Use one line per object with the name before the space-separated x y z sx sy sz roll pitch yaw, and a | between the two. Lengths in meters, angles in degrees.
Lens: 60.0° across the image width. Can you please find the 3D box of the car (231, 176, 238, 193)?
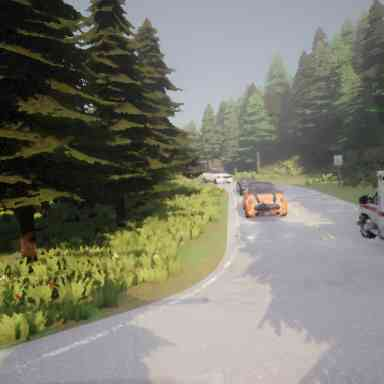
car | 4.940 -0.562 29.093 2.128 1.511 4.902 -3 5 3

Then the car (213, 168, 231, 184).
car | 3.221 -2.070 43.346 2.150 2.045 5.566 -3 7 -21

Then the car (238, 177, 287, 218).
car | 3.916 0.282 18.533 2.097 1.767 4.553 -3 5 6

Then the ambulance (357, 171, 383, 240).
ambulance | 6.711 0.601 9.030 2.351 2.431 6.366 -4 5 4
